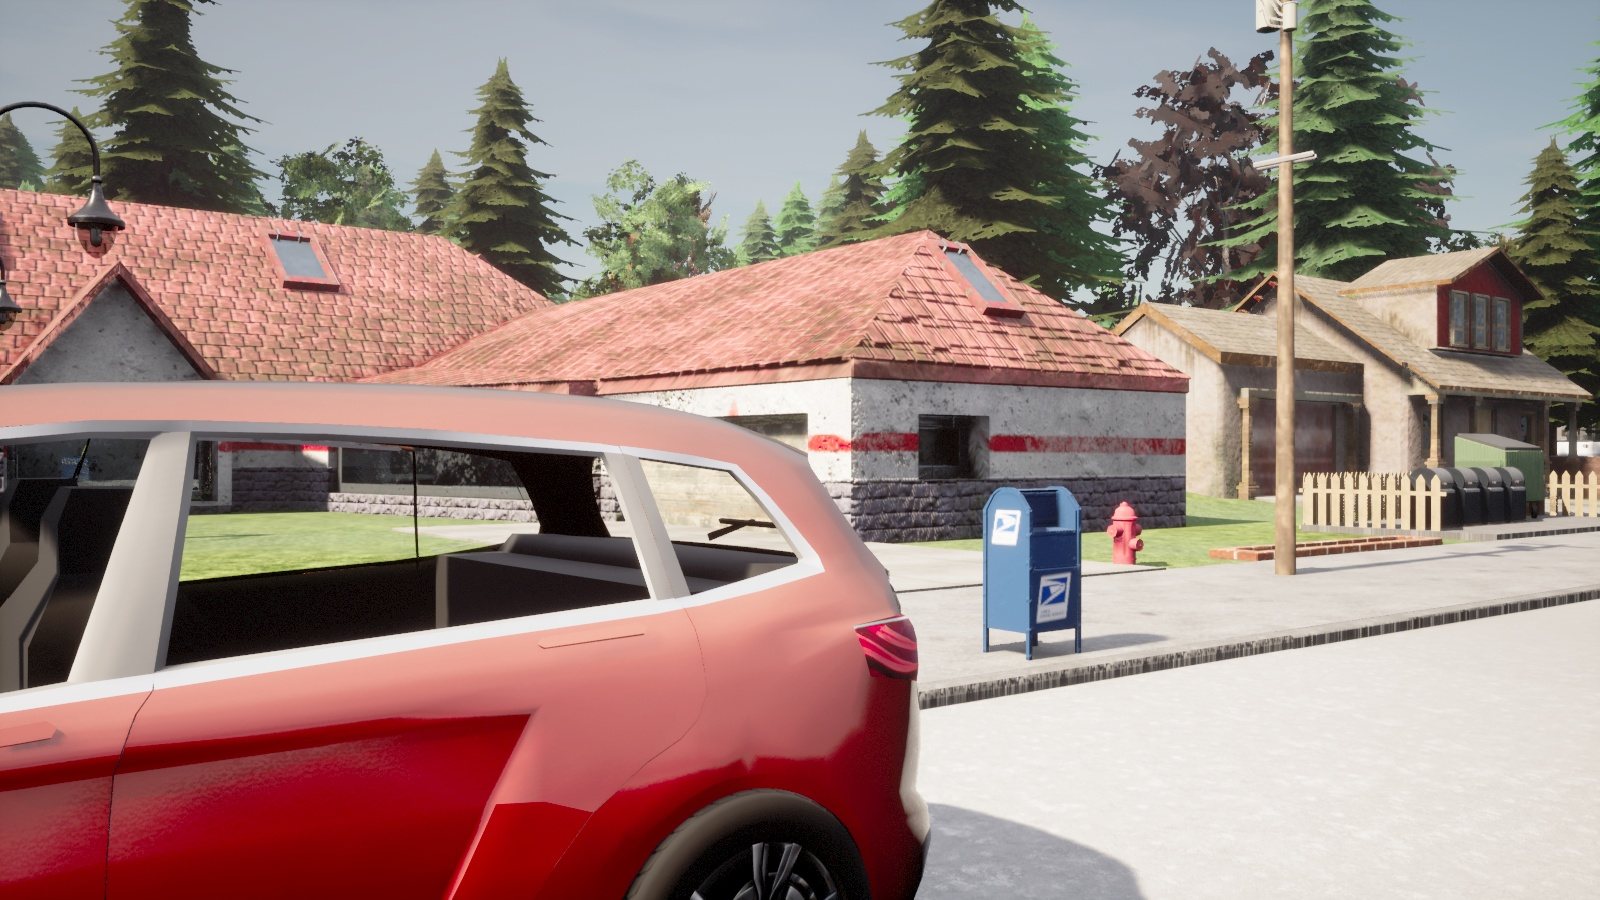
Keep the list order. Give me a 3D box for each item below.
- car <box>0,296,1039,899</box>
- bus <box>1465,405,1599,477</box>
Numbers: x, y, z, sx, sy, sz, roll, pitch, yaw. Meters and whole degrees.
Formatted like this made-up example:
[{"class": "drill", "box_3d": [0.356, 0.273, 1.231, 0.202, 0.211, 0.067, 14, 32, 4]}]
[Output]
[{"class": "car", "box_3d": [-1.886, 0.600, 2.836, 4.611, 1.667, 2.242, 0, 0, -37]}, {"class": "bus", "box_3d": [47.497, -0.542, 77.922, 3.944, 4.253, 10.273, 0, 0, -37]}]
